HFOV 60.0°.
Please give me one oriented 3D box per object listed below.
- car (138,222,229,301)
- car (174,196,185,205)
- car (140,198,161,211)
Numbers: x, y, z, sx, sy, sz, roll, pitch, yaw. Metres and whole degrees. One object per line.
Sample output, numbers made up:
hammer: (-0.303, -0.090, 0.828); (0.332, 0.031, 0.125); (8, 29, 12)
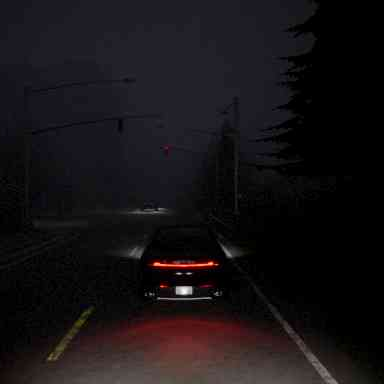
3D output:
car: (-0.218, 1.505, 8.343); (1.837, 1.490, 4.892); (0, 0, -2)
car: (-2.240, 1.477, 60.605); (1.882, 1.535, 5.008); (0, 0, -3)
car: (-5.137, 1.526, 40.655); (1.812, 1.442, 4.674); (0, 0, -3)
